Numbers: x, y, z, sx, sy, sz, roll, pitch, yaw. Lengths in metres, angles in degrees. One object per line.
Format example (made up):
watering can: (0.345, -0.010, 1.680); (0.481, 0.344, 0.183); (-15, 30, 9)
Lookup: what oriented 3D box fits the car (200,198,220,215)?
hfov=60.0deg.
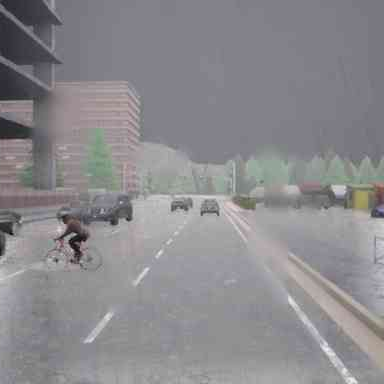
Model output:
car: (1.799, 1.548, 33.226); (2.033, 1.411, 5.357); (0, 0, 4)

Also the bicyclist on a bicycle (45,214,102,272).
bicyclist on a bicycle: (-3.361, 1.455, 9.349); (1.656, 1.620, 0.582); (-2, 0, 3)

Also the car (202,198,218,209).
car: (2.450, 1.564, 45.400); (1.994, 1.385, 4.181); (0, 0, 3)

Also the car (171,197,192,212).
car: (-1.374, 1.505, 39.430); (1.837, 1.490, 4.892); (0, 0, 3)

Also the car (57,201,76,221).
car: (-9.154, 1.492, 26.895); (2.128, 1.511, 4.902); (0, 0, 3)

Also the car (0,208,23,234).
car: (-9.862, 1.491, 15.481); (2.128, 1.511, 4.902); (0, 0, 3)

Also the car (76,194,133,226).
car: (-5.882, 1.222, 23.929); (2.150, 2.045, 5.566); (0, 0, 6)

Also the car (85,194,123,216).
car: (-8.824, 1.221, 34.025); (2.150, 2.045, 5.566); (0, 0, 3)

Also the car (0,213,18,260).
car: (-6.738, 1.505, 8.343); (1.837, 1.490, 4.892); (0, 0, 3)
